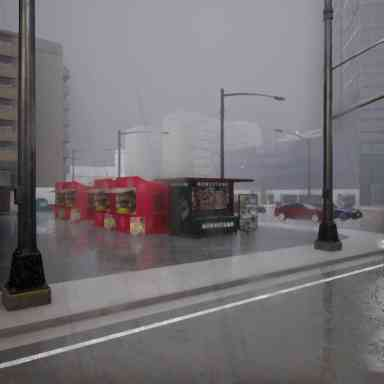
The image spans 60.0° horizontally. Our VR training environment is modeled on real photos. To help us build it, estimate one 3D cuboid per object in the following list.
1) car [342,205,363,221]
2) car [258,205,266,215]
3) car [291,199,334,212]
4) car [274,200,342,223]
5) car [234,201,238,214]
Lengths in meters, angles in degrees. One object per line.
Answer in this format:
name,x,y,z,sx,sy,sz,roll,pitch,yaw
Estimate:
car,12.238,1.672,28.434,1.994,1.385,4.181,0,-1,-35
car,6.023,1.711,37.004,1.882,1.535,5.008,0,-1,-36
car,15.281,1.710,42.426,2.128,1.511,4.902,0,-1,-36
car,9.011,1.589,26.889,1.882,1.535,5.008,0,-1,-38
car,2.614,1.772,35.747,1.812,1.442,4.674,0,-1,-36
